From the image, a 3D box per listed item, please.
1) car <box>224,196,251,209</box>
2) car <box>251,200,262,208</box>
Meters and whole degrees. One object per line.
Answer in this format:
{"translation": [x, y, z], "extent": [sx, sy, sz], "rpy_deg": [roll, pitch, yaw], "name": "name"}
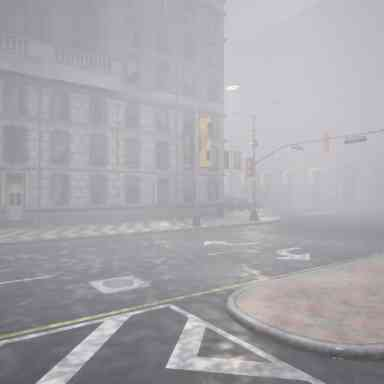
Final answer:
{"translation": [5.030, 1.352, 43.812], "extent": [2.097, 1.767, 4.553], "rpy_deg": [0, 0, -35], "name": "car"}
{"translation": [7.284, 1.547, 46.668], "extent": [2.033, 1.411, 5.357], "rpy_deg": [0, 0, -36], "name": "car"}
